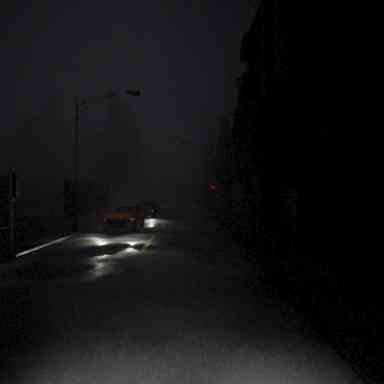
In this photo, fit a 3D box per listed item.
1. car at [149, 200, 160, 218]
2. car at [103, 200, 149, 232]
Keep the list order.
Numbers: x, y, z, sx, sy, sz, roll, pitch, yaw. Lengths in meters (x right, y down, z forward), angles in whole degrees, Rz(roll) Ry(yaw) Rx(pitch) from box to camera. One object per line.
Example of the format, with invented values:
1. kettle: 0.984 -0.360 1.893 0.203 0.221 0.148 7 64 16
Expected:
1. car: -4.063 1.532 30.660 1.837 1.490 4.892 0 0 1
2. car: -4.096 1.496 20.632 1.882 1.535 5.008 0 0 0
